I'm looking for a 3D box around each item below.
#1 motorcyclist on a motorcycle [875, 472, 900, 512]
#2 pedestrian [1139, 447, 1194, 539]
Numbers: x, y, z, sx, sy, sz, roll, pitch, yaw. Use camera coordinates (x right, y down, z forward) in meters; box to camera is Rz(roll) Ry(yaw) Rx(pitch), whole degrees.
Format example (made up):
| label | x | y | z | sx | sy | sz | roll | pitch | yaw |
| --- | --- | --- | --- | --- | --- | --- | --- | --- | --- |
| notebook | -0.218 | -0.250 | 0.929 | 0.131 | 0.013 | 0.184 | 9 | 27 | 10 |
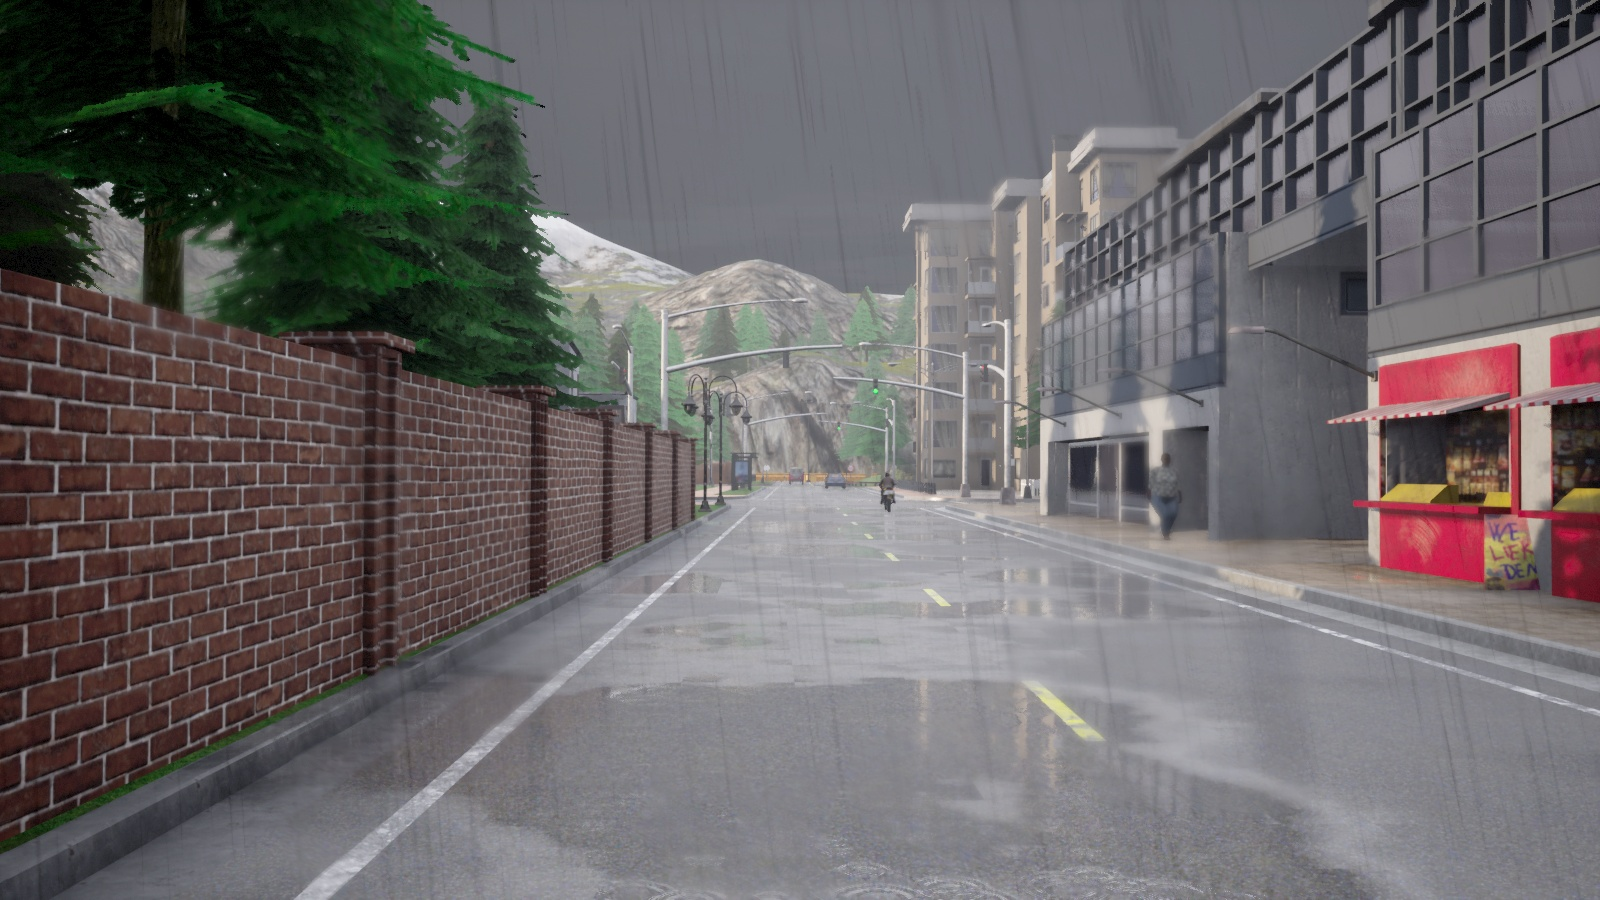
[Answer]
| label | x | y | z | sx | sy | sz | roll | pitch | yaw |
| --- | --- | --- | --- | --- | --- | --- | --- | --- | --- |
| motorcyclist on a motorcycle | 3.369 | 1.592 | 48.303 | 0.797 | 1.523 | 2.044 | 0 | -1 | 0 |
| pedestrian | 7.495 | 0.876 | 25.695 | 0.874 | 1.855 | 0.900 | 0 | -1 | 3 |
